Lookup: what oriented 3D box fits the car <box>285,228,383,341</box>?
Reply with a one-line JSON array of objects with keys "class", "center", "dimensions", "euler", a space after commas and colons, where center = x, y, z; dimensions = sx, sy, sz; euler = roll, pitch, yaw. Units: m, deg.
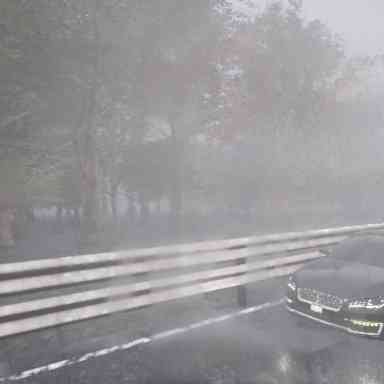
[{"class": "car", "center": [3.857, 1.519, 6.436], "dimensions": [4.892, 1.490, 1.837], "euler": [0, 0, -36]}]
